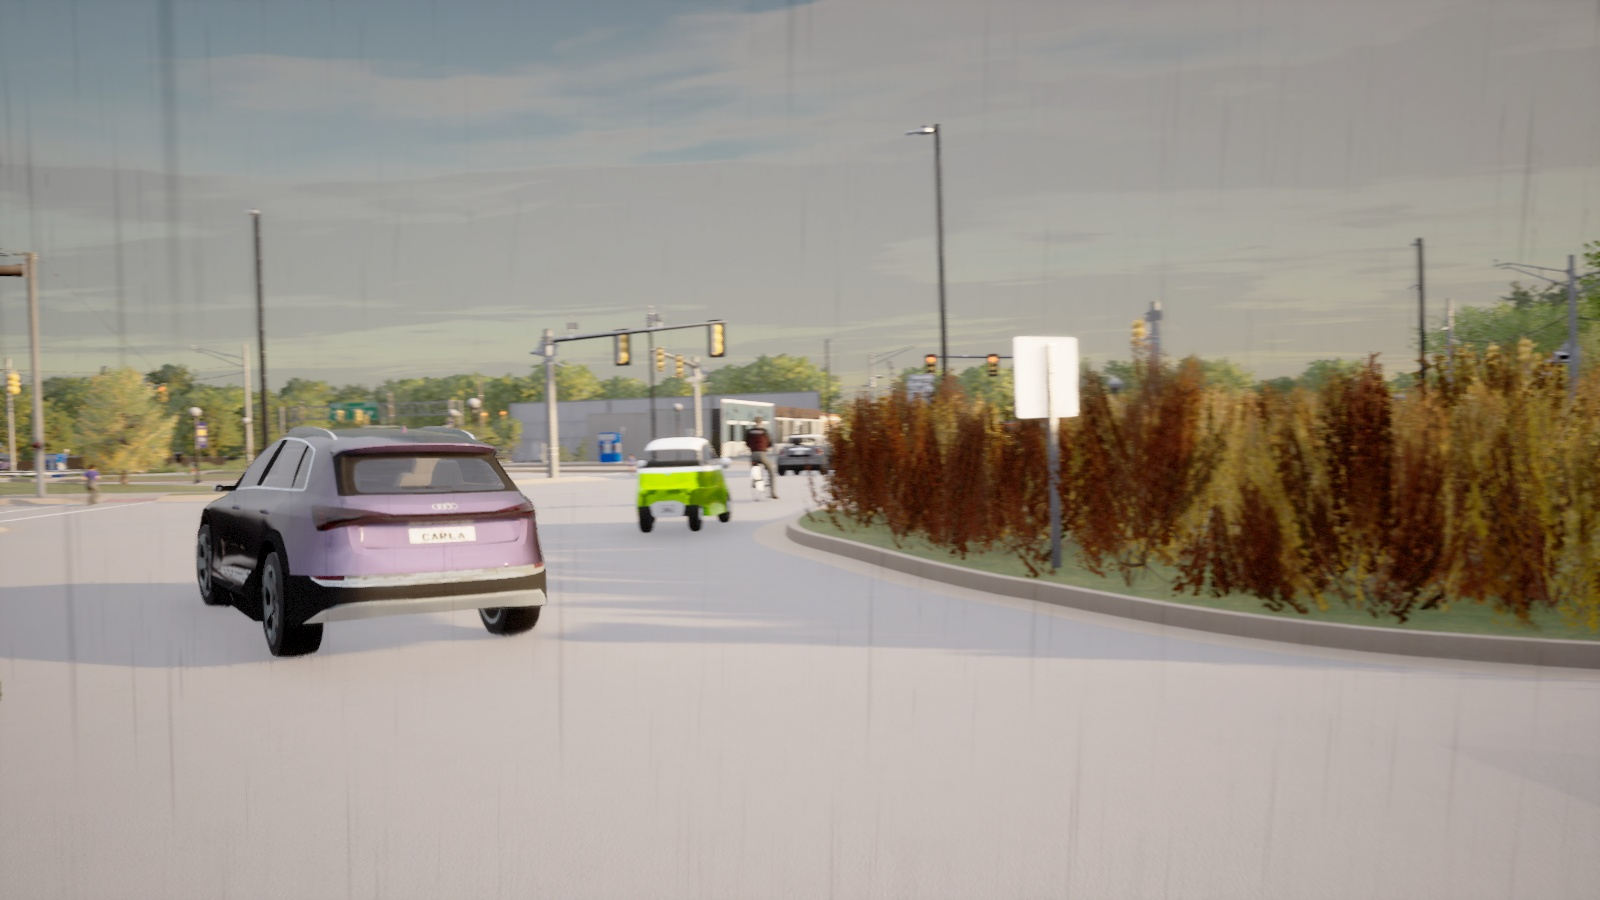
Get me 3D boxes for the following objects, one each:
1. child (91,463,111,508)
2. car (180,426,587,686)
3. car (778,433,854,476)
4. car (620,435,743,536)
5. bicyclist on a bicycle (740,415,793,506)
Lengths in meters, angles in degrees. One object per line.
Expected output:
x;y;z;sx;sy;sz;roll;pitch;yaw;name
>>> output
-19.918;1.007;35.768;0.270;1.263;0.437;-2;1;0;child
-3.727;0.625;10.536;2.033;1.649;4.856;-1;1;-33;car
0.647;0.164;46.585;1.970;1.475;3.806;-2;-1;13;car
-1.760;0.502;19.178;1.481;1.376;2.207;-2;1;4;car
-0.665;0.185;25.835;0.659;1.776;1.843;-2;1;10;bicyclist on a bicycle
